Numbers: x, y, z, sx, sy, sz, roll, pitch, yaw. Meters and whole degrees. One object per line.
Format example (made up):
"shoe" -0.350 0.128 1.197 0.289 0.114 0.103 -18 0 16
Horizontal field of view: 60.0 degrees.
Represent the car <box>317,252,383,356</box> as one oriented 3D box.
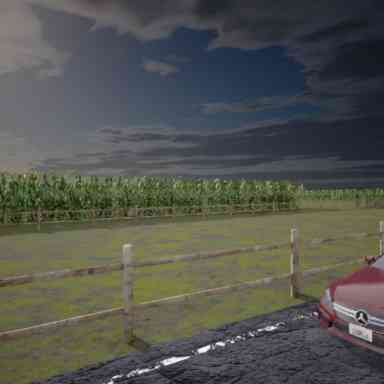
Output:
"car" 4.108 1.524 5.475 4.674 1.442 1.812 0 0 -32
